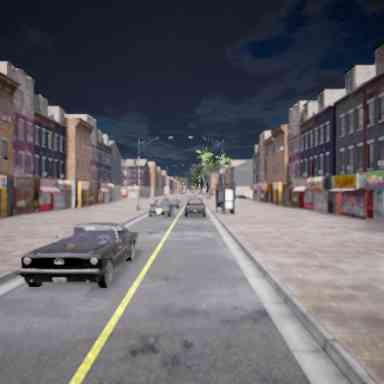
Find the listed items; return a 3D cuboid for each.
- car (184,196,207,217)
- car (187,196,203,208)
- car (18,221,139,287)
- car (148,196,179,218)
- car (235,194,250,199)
[{"bbox_3d":[0.277,1.365,30.123,2.128,1.511,4.902,0,0,0],"label":"car"},{"bbox_3d":[0.373,1.308,46.500,2.128,1.511,4.902,0,0,0],"label":"car"},{"bbox_3d":[-2.802,1.553,9.291,1.895,1.301,4.718,0,0,1],"label":"car"},{"bbox_3d":[-2.604,1.363,28.936,2.128,1.511,4.902,0,0,1],"label":"car"},{"bbox_3d":[12.872,1.245,86.848,4.313,1.339,1.947,0,0,0],"label":"car"}]
